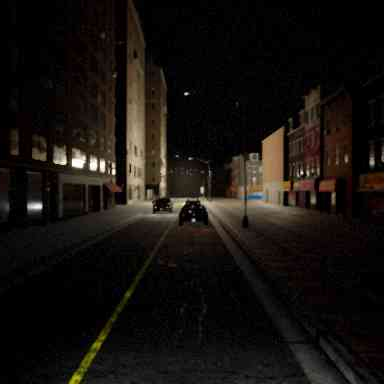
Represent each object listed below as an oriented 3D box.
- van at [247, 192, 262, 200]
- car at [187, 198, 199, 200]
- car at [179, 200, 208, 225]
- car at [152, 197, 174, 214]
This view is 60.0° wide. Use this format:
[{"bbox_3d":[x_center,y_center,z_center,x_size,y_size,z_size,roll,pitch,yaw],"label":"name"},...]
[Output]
[{"bbox_3d":[13.762,0.987,73.888,3.998,1.788,1.690,0,0,0],"label":"van"},{"bbox_3d":[0.111,1.390,41.644,1.895,1.301,4.718,0,0,0],"label":"car"},{"bbox_3d":[0.106,1.470,23.045,1.895,1.301,4.718,0,0,0],"label":"car"},{"bbox_3d":[-2.837,1.330,33.117,1.837,1.490,4.892,0,0,0],"label":"car"}]
